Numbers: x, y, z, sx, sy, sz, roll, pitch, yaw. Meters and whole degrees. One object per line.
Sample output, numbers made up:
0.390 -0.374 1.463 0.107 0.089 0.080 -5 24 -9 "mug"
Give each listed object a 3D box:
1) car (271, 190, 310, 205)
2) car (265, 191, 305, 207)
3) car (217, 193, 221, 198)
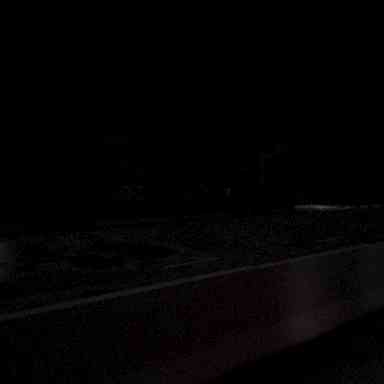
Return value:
12.959 0.709 44.745 2.150 2.045 5.566 -1 0 -37 "car"
11.072 1.015 41.370 1.882 1.535 5.008 -1 1 -35 "car"
5.436 0.874 70.323 1.994 1.385 4.181 -1 1 -6 "car"
